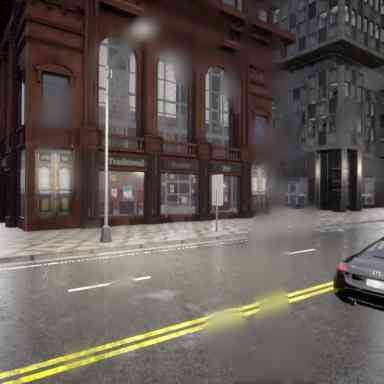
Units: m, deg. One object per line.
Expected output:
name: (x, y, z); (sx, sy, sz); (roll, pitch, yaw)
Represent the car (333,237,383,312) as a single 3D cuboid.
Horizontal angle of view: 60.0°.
car: (4.825, 1.561, 6.899); (4.181, 1.385, 1.994); (0, 0, -35)
